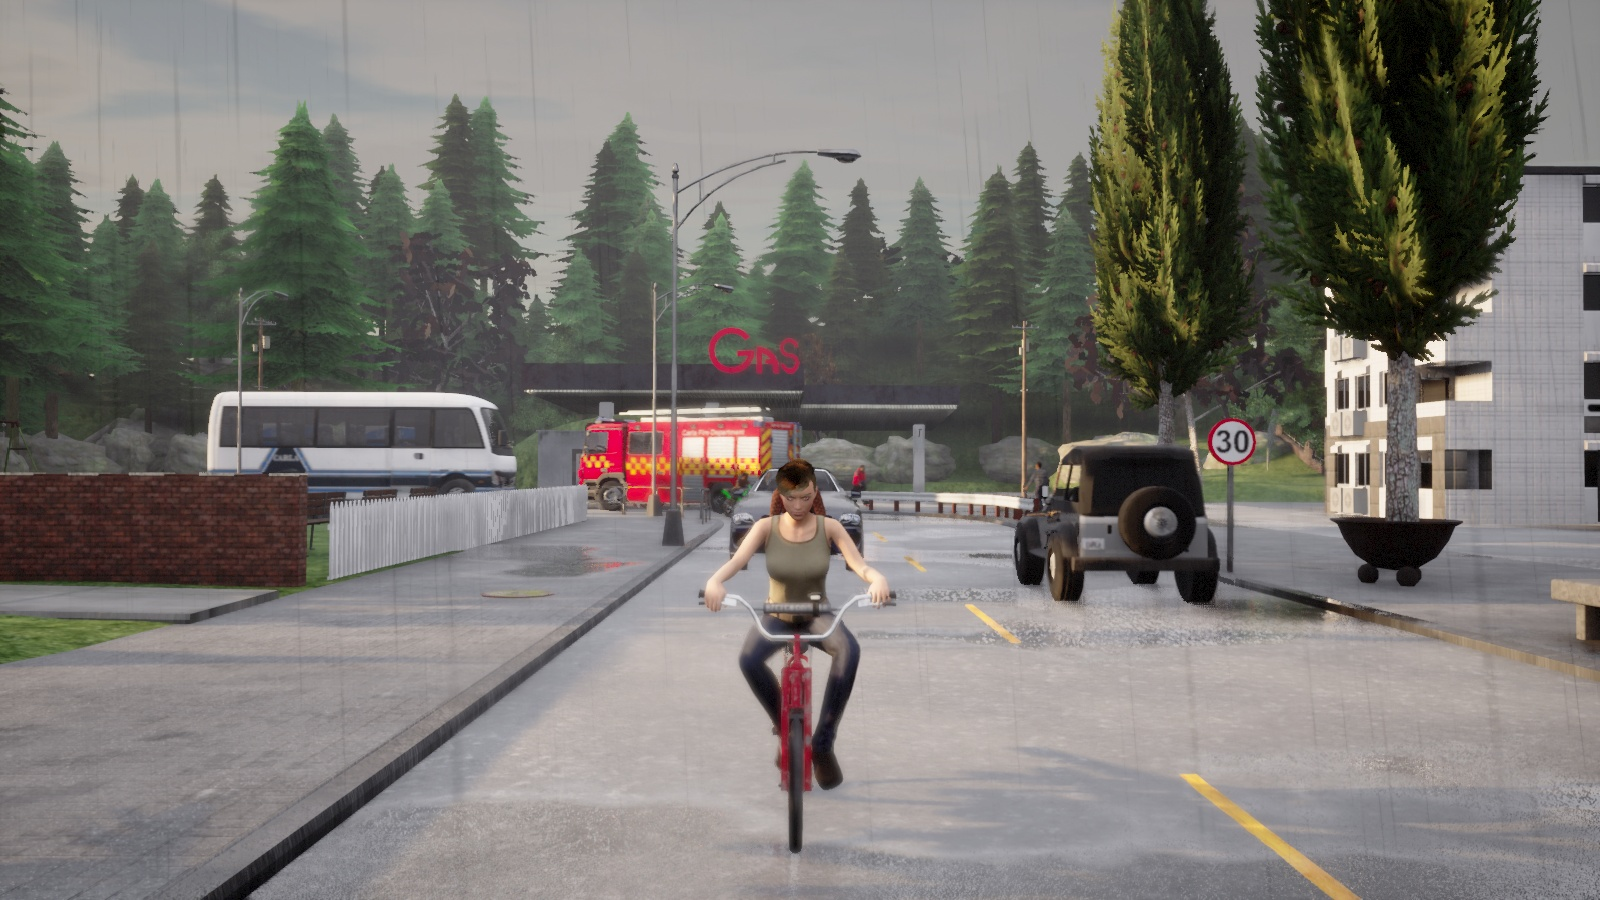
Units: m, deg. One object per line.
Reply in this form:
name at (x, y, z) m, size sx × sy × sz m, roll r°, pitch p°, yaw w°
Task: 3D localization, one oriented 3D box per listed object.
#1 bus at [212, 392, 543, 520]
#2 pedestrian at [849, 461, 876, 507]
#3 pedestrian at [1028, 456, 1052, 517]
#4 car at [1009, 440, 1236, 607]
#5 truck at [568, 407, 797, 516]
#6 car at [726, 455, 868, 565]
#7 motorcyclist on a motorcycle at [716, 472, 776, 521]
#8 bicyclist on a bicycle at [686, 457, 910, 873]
bus at (-14.556, 0.234, 44.028) m, size 10.273 × 4.253 × 3.944 m, roll 0°, pitch -1°, yaw 0°
pedestrian at (2.489, 1.354, 50.111) m, size 0.634 × 1.844 × 0.899 m, roll 1°, pitch -1°, yaw -43°
pedestrian at (7.682, 1.166, 40.175) m, size 0.423 × 1.949 × 0.788 m, roll 0°, pitch -1°, yaw -16°
car at (3.966, 0.865, 16.128) m, size 1.905 × 1.878 × 3.866 m, roll 0°, pitch -1°, yaw 0°
truck at (-4.515, 0.460, 47.364) m, size 8.468 × 3.827 × 2.891 m, roll -1°, pitch -1°, yaw 30°
car at (-0.043, 0.955, 21.598) m, size 2.152 × 1.651 × 5.027 m, roll 0°, pitch -1°, yaw 0°
motorcyclist on a motorcycle at (-1.758, 1.485, 40.571) m, size 0.797 × 1.523 × 2.044 m, roll -2°, pitch 1°, yaw -41°
bicyclist on a bicycle at (-0.005, 0.846, 5.647) m, size 0.866 × 1.612 × 1.509 m, roll 0°, pitch -1°, yaw 0°
